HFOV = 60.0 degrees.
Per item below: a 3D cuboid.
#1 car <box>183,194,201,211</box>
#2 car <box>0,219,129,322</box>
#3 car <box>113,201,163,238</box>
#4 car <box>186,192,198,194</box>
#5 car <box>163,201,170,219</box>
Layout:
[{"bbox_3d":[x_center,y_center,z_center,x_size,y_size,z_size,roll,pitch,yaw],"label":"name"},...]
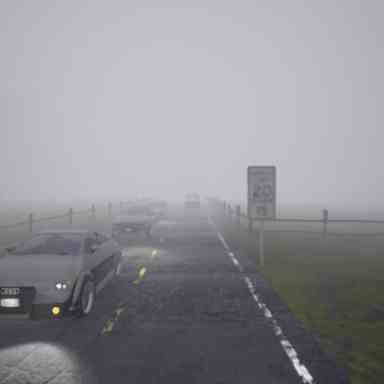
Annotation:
[{"bbox_3d":[0.020,1.344,37.720,1.882,1.535,5.008,0,0,0],"label":"car"},{"bbox_3d":[-2.835,1.536,7.192,1.994,1.385,4.181,0,0,0],"label":"car"},{"bbox_3d":[-2.828,1.413,17.371,1.882,1.535,5.008,0,0,0],"label":"car"},{"bbox_3d":[0.026,1.055,48.185,2.150,2.045,5.566,0,0,0],"label":"car"},{"bbox_3d":[-2.813,1.446,27.734,2.033,1.411,5.357,0,0,0],"label":"car"}]
